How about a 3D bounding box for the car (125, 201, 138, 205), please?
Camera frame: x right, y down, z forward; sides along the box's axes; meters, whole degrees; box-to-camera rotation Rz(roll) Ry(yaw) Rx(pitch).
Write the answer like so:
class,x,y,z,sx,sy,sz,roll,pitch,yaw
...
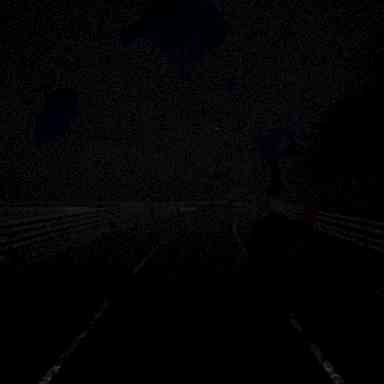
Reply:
class,x,y,z,sx,sy,sz,roll,pitch,yaw
car,-12.965,2.877,77.061,5.357,1.411,2.033,1,-4,-19
